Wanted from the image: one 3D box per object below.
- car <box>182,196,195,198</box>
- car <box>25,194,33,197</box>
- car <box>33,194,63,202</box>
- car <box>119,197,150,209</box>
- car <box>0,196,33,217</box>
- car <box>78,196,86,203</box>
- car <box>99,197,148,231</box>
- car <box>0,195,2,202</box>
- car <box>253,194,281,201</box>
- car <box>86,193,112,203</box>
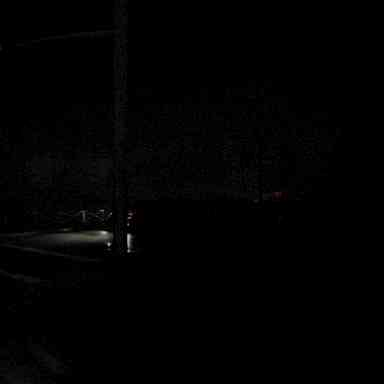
[{"bbox_3d":[-0.805,1.374,48.194,1.845,1.501,3.633,0,0,35],"label":"car"},{"bbox_3d":[-34.363,1.232,71.233,1.970,1.475,3.806,0,0,35],"label":"car"},{"bbox_3d":[-28.940,1.154,67.787,2.152,1.636,5.027,0,0,35],"label":"car"},{"bbox_3d":[-7.527,1.384,43.861,1.970,1.475,3.806,0,0,35],"label":"car"},{"bbox_3d":[-15.847,1.340,26.945,2.007,1.523,4.514,0,0,35],"label":"car"},{"bbox_3d":[-18.500,1.077,60.391,1.905,1.878,3.866,0,0,35],"label":"car"},{"bbox_3d":[-3.087,1.352,20.594,2.097,1.767,4.553,0,0,35],"label":"car"},{"bbox_3d":[-41.427,1.298,67.598,2.007,1.523,4.514,0,0,35],"label":"car"},{"bbox_3d":[8.393,1.221,37.074,2.150,2.045,5.566,0,0,35],"label":"car"},{"bbox_3d":[-15.890,1.097,59.048,1.932,1.855,4.605,0,0,35],"label":"car"}]
